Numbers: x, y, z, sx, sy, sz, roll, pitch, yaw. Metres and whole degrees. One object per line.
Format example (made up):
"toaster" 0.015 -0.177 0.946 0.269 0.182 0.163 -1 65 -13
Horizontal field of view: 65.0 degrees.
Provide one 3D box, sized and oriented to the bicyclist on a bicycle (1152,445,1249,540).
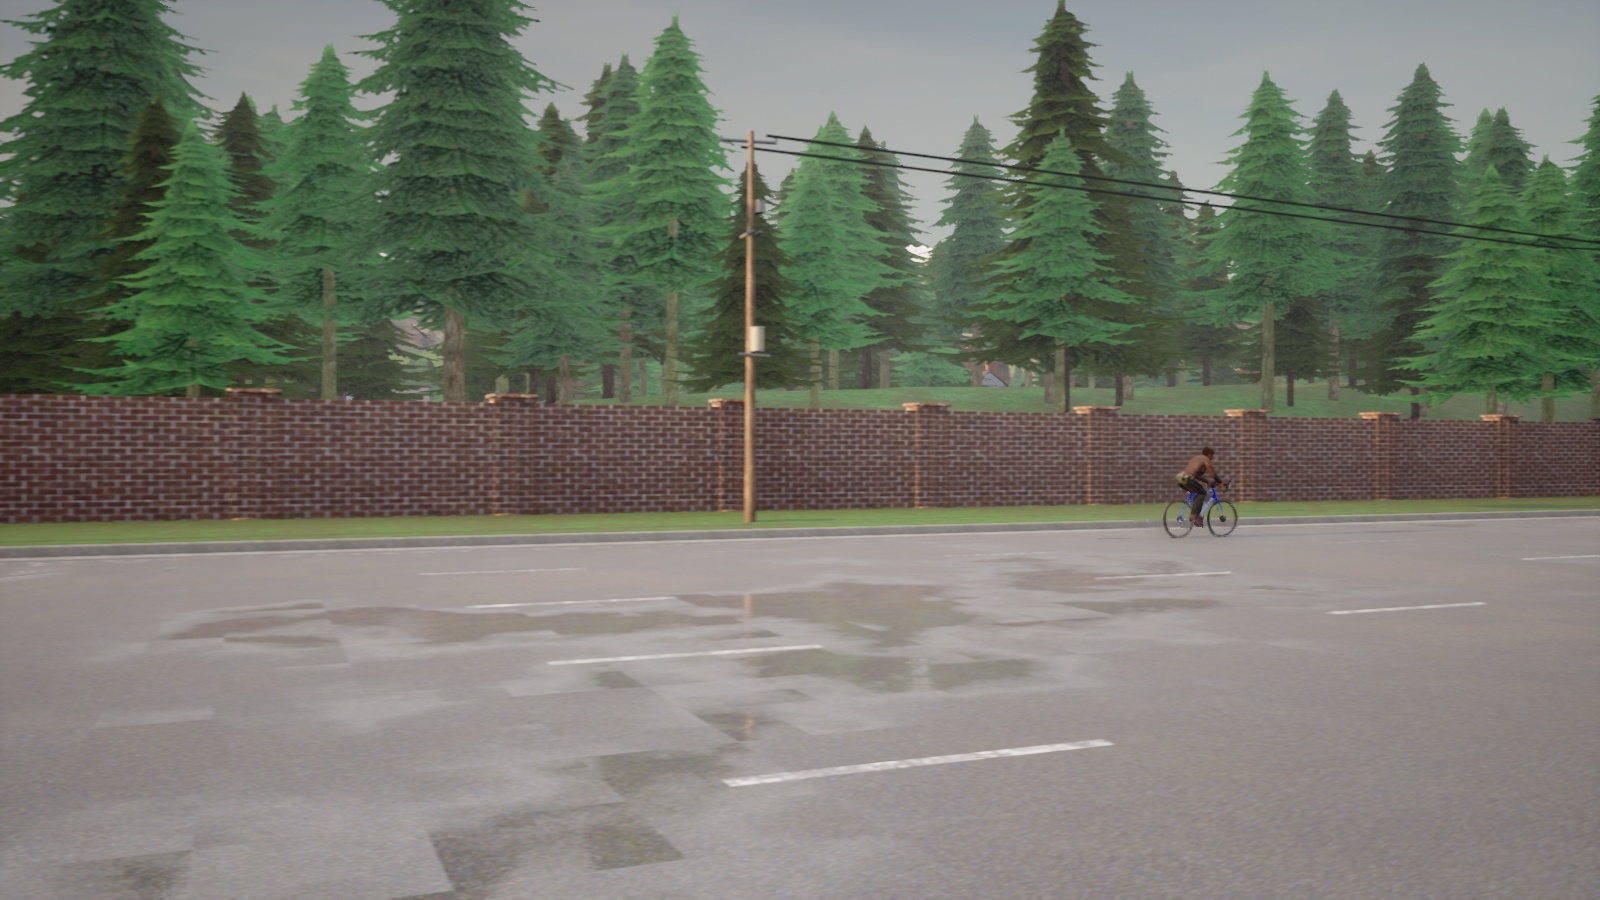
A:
"bicyclist on a bicycle" 7.075 0.734 22.186 1.656 1.620 0.582 0 0 -23
